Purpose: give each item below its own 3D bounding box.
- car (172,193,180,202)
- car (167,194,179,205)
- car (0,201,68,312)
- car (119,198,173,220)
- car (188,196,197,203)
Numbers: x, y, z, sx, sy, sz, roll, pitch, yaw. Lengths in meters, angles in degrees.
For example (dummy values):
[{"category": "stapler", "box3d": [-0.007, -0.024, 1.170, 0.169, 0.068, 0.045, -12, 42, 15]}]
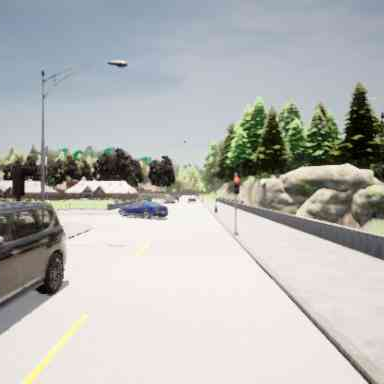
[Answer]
[{"category": "car", "box3d": [-3.996, 1.295, 78.965, 2.150, 2.045, 5.566, 0, 0, 0]}, {"category": "car", "box3d": [-4.022, 1.665, 62.745, 1.812, 1.442, 4.674, 0, 0, 1]}, {"category": "car", "box3d": [-4.084, 1.234, 5.874, 2.150, 2.045, 5.566, 0, 0, 0]}, {"category": "car", "box3d": [-4.365, 1.543, 29.404, 5.008, 1.535, 1.882, 0, -1, 39]}, {"category": "car", "box3d": [0.004, 1.599, 71.256, 1.895, 1.301, 4.718, 0, 0, 0]}]
